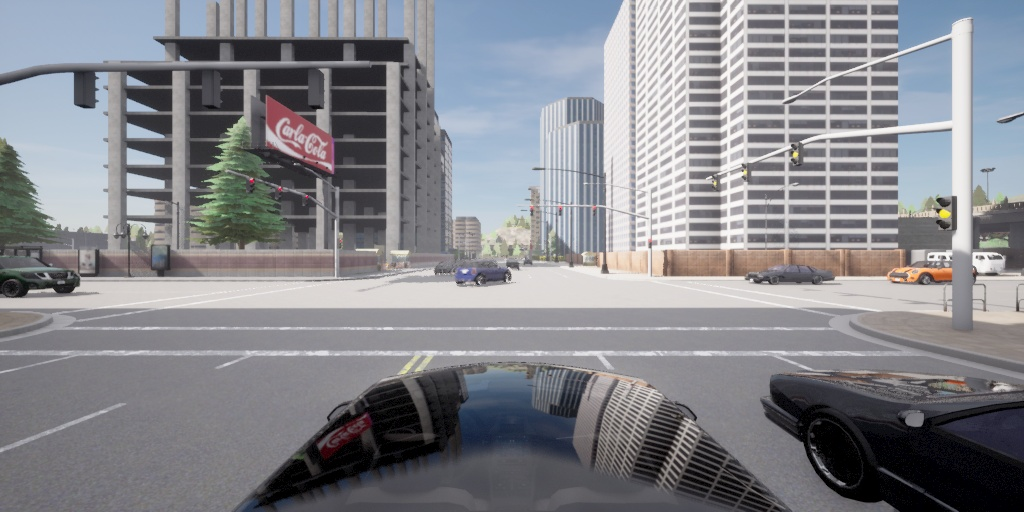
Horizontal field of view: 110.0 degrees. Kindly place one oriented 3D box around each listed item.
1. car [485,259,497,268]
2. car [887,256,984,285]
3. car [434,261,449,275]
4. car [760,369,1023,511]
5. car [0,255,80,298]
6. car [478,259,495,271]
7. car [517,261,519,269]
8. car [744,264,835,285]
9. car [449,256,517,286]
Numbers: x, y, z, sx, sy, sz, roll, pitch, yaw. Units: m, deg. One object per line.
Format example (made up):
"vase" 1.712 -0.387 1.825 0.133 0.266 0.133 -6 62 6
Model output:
"car" -3.574 1.255 62.158 1.837 1.490 4.892 0 0 0
"car" 29.643 1.102 25.453 4.553 1.767 2.097 0 0 1
"car" -7.102 1.255 38.705 1.837 1.490 4.892 0 0 0
"car" 3.597 1.297 1.372 2.033 1.411 5.357 0 0 0
"car" -25.340 0.971 17.984 5.566 2.045 2.150 0 0 1
"car" -3.601 1.241 51.773 2.128 1.511 4.902 0 0 0
"car" 0.095 1.227 54.421 1.882 1.535 5.008 0 0 0
"car" 19.635 1.297 25.427 5.357 1.411 2.033 0 0 0
"car" -1.993 1.102 25.750 2.097 1.767 4.553 0 0 35
